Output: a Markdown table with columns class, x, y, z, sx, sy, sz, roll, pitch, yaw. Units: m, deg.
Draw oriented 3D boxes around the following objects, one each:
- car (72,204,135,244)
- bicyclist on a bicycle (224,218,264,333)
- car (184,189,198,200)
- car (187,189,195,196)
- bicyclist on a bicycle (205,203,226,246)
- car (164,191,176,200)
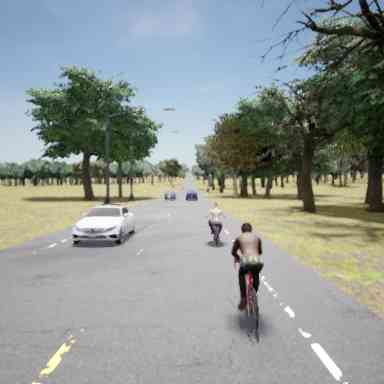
| class | x | y | z | sx | sy | sz | roll | pitch | yaw |
| --- | --- | --- | --- | --- | --- | --- | --- | --- | --- |
| car | -3.625 | 1.280 | 14.423 | 1.812 | 1.442 | 4.674 | 0 | 1 | 0 |
| bicyclist on a bicycle | 0.948 | 1.356 | 5.630 | 0.582 | 1.620 | 1.656 | 0 | 1 | 0 |
| car | -0.055 | 0.542 | 57.410 | 1.882 | 1.535 | 5.008 | 0 | 1 | 0 |
| car | -0.211 | 0.161 | 78.000 | 1.882 | 1.535 | 5.008 | 0 | 1 | 0 |
| bicyclist on a bicycle | 0.931 | 1.213 | 13.030 | 0.866 | 1.612 | 1.509 | 0 | 2 | 0 |
| car | -3.723 | 0.568 | 56.610 | 2.128 | 1.511 | 4.902 | 0 | 1 | 0 |
